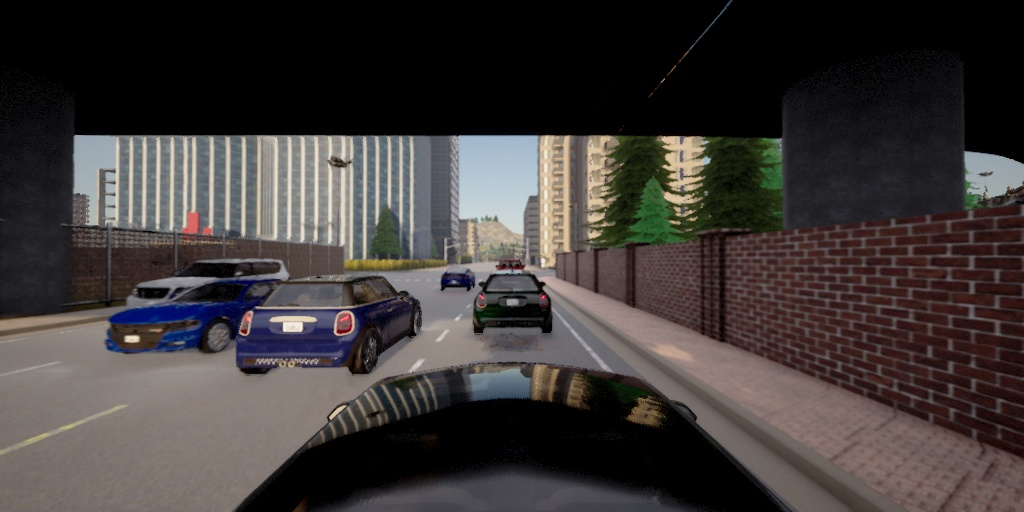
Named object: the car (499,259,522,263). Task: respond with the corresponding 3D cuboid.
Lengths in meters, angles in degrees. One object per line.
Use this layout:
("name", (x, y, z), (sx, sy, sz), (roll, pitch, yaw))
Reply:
("car", (-0.124, 1.269, 27.894), (2.150, 2.045, 5.566), (0, -1, -1))

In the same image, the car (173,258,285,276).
("car", (-10.692, 1.108, 13.391), (2.150, 2.045, 5.566), (0, -1, 0))

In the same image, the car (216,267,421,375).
("car", (-3.475, 1.172, 7.807), (2.097, 1.767, 4.553), (0, -1, 0))

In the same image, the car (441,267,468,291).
("car", (-3.594, 1.489, 24.536), (1.882, 1.535, 5.008), (0, -1, -1))

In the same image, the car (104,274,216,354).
("car", (-7.155, 1.315, 9.231), (1.882, 1.535, 5.008), (0, -1, 0))

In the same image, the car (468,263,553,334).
("car", (0.007, 1.210, 11.164), (2.097, 1.767, 4.553), (0, -1, 0))
